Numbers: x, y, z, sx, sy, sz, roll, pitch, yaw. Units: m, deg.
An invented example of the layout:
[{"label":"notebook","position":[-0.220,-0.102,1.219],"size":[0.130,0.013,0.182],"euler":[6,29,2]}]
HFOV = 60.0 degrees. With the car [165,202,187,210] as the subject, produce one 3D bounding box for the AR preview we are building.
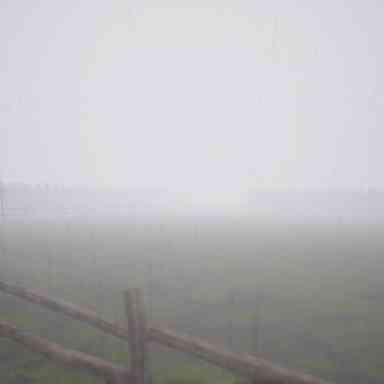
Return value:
[{"label":"car","position":[-2.929,2.658,62.062],"size":[1.882,1.535,5.008],"euler":[-1,-2,36]}]
